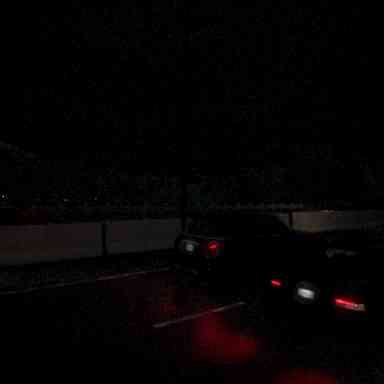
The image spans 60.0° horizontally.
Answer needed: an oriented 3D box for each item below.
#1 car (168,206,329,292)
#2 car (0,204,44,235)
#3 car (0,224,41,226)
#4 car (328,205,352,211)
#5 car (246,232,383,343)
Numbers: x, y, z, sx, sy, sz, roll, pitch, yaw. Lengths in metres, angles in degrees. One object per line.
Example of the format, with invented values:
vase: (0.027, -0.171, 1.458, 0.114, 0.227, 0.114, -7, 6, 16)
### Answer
car: (1.674, 1.369, 9.245, 4.553, 1.767, 2.097, 0, 0, -36)
car: (-10.801, 1.481, 17.786, 5.008, 1.535, 1.882, 0, 0, -36)
car: (-9.705, 1.548, 14.268, 5.357, 1.411, 2.033, 0, 0, -36)
car: (22.360, 2.096, 49.999, 4.674, 1.442, 1.812, 2, -1, -35)
car: (3.731, 1.566, 6.411, 5.357, 1.411, 2.033, 0, 0, -36)
